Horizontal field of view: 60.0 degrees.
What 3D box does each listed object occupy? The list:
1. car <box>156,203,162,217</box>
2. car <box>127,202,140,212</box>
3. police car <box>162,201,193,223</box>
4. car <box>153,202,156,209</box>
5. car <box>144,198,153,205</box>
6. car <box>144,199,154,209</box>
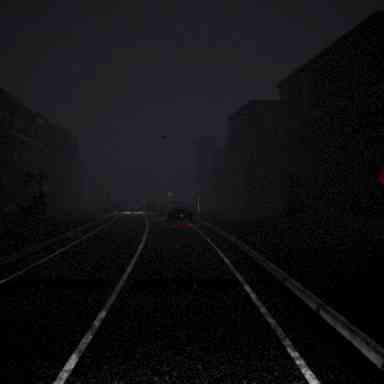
[{"bbox_3d":[-2.632,1.914,36.331,1.812,1.442,4.674,0,-2,-9],"label":"car"},{"bbox_3d":[-9.362,2.394,53.031,1.812,1.442,4.674,0,-1,-9],"label":"car"},{"bbox_3d":[-1.097,1.548,26.487,1.930,1.638,5.238,0,-1,-8],"label":"police car"},{"bbox_3d":[-3.598,2.117,42.261,1.812,1.442,4.674,0,-2,-9],"label":"car"},{"bbox_3d":[-10.043,2.227,76.175,1.895,1.301,4.718,0,2,-9],"label":"car"},{"bbox_3d":[-7.621,2.387,61.341,2.128,1.511,4.902,0,0,-9],"label":"car"}]
